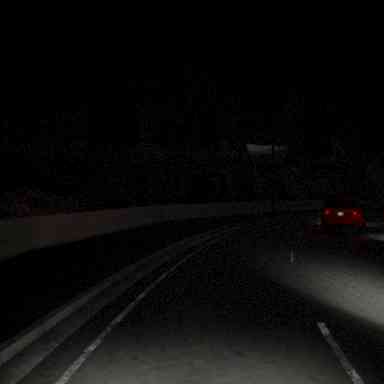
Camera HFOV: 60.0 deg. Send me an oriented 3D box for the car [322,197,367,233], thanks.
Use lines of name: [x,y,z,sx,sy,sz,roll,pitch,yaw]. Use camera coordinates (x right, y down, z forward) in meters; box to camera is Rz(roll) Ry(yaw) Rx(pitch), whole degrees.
car: [9.448,1.312,20.613,2.150,2.045,5.566,0,0,29]
